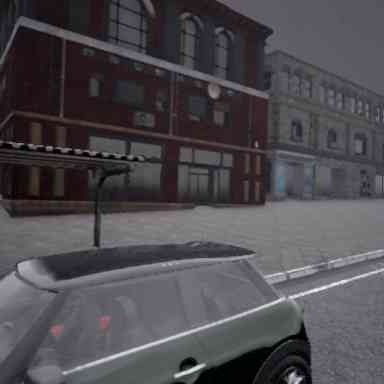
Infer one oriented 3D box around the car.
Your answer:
[{"bbox_3d":[-1.030,1.349,2.882,4.553,1.767,2.097,0,0,-36],"label":"car"}]
